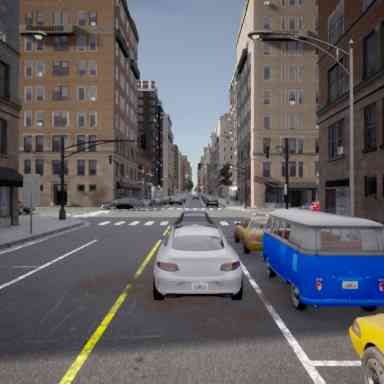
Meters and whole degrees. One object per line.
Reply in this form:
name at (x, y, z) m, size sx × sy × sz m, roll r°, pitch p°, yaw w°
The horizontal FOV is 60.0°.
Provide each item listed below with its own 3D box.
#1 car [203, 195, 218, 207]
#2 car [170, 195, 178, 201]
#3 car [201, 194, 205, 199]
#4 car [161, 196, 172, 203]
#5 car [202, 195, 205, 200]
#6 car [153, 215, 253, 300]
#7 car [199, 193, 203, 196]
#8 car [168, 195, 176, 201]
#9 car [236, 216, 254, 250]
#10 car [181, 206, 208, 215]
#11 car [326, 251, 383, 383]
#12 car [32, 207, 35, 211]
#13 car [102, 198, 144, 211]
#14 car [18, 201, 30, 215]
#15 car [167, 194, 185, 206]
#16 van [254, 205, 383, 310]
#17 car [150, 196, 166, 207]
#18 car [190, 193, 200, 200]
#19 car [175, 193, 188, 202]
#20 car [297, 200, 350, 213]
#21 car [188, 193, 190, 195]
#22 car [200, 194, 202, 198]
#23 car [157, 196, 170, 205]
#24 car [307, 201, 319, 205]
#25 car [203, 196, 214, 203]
car at (3.084, 1.571, 50.832) m, size 1.947 × 1.339 × 4.313 m, roll 1°, pitch 0°, yaw 1°
car at (-4.875, 1.565, 89.654) m, size 1.947 × 1.339 × 4.313 m, roll 1°, pitch 0°, yaw 1°
car at (3.246, 1.555, 61.892) m, size 2.008 × 1.369 × 4.403 m, roll 1°, pitch 0°, yaw 1°
car at (-5.198, 1.549, 67.539) m, size 1.887 × 1.381 × 4.507 m, roll 1°, pitch 0°, yaw 1°
car at (3.165, 1.549, 56.362) m, size 1.887 × 1.381 × 4.507 m, roll 1°, pitch 0°, yaw 1°
car at (0.093, 1.527, 8.286) m, size 1.812 × 1.442 × 4.674 m, roll 0°, pitch 0°, yaw -1°
car at (3.650, 1.549, 89.543) m, size 2.008 × 1.369 × 4.403 m, roll 1°, pitch 0°, yaw 1°
car at (-4.957, 1.526, 83.955) m, size 1.752 × 1.417 × 4.829 m, roll 1°, pitch 0°, yaw 1°
car at (2.700, 1.528, 13.339) m, size 1.752 × 1.417 × 4.829 m, roll 1°, pitch 0°, yaw 0°
car at (0.120, 1.567, 15.682) m, size 1.994 × 1.385 × 4.181 m, roll 0°, pitch 0°, yaw 0°
car at (2.679, 1.526, 1.992) m, size 1.752 × 1.417 × 4.829 m, roll 1°, pitch 0°, yaw 0°
car at (-17.899, 1.369, 32.412) m, size 4.892 × 1.490 × 1.837 m, roll 0°, pitch -1°, yaw 0°
car at (-8.155, 1.491, 39.640) m, size 4.902 × 1.511 × 2.128 m, roll 0°, pitch 0°, yaw -25°
car at (-17.232, 1.363, 29.164) m, size 4.674 × 1.442 × 1.812 m, roll 0°, pitch -1°, yaw 2°
car at (-2.621, 1.483, 54.953) m, size 1.882 × 1.535 × 5.008 m, roll 0°, pitch 0°, yaw 1°
van at (2.691, 1.342, 7.496) m, size 1.690 × 1.788 × 3.998 m, roll 1°, pitch 0°, yaw 0°
car at (-5.441, 1.588, 50.953) m, size 1.802 × 1.307 × 4.206 m, roll 1°, pitch 0°, yaw 1°
car at (1.008, 1.523, 91.881) m, size 1.812 × 1.442 × 4.674 m, roll 0°, pitch 0°, yaw 1°
car at (-2.310, 1.482, 70.092) m, size 1.882 × 1.535 × 5.008 m, roll 0°, pitch 0°, yaw 1°
car at (15.272, 1.713, 38.830) m, size 5.357 × 1.411 × 2.033 m, roll 0°, pitch -1°, yaw 0°
car at (-2.089, 1.463, 85.251) m, size 1.882 × 1.535 × 5.008 m, roll 0°, pitch 0°, yaw 1°
car at (3.488, 1.567, 78.483) m, size 1.947 × 1.339 × 4.313 m, roll 1°, pitch 0°, yaw 1°
car at (-5.279, 1.555, 62.010) m, size 2.008 × 1.369 × 4.403 m, roll 1°, pitch 0°, yaw 1°
car at (15.621, 1.357, 35.582) m, size 5.566 × 2.045 × 2.150 m, roll 0°, pitch -1°, yaw 0°
car at (3.327, 1.548, 67.422) m, size 1.887 × 1.381 × 4.507 m, roll 1°, pitch 0°, yaw 1°
